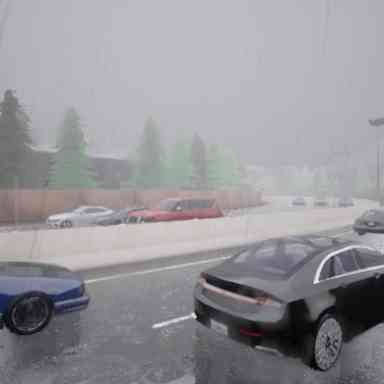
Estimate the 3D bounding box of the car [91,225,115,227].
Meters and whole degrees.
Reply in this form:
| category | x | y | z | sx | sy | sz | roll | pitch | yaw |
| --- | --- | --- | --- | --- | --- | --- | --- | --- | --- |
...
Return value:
| category | x | y | z | sx | sy | sz | roll | pitch | yaw |
| --- | --- | --- | --- | --- | --- | --- | --- | --- | --- |
| car | -3.429 | 1.579 | 19.471 | 4.892 | 1.490 | 1.837 | 0 | 0 | -42 |

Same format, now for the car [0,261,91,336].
| category | x | y | z | sx | sy | sz | roll | pitch | yaw |
| --- | --- | --- | --- | --- | --- | --- | --- | --- | --- |
| car | -4.404 | 1.572 | 4.985 | 5.357 | 1.411 | 2.033 | 0 | 0 | -36 |

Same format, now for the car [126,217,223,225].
| category | x | y | z | sx | sy | sz | roll | pitch | yaw |
| --- | --- | --- | --- | --- | --- | --- | --- | --- | --- |
| car | -0.744 | 1.284 | 17.137 | 5.566 | 2.045 | 2.150 | 0 | 0 | -42 |

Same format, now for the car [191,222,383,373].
| category | x | y | z | sx | sy | sz | roll | pitch | yaw |
| --- | --- | --- | --- | --- | --- | --- | --- | --- | --- |
| car | 2.247 | 1.510 | 5.733 | 4.902 | 1.511 | 2.128 | 0 | 0 | -38 |

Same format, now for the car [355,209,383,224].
| category | x | y | z | sx | sy | sz | roll | pitch | yaw |
| --- | --- | --- | --- | --- | --- | --- | --- | --- | --- |
| car | 10.377 | 1.597 | 17.874 | 2.033 | 1.411 | 5.357 | 0 | 0 | 43 |
